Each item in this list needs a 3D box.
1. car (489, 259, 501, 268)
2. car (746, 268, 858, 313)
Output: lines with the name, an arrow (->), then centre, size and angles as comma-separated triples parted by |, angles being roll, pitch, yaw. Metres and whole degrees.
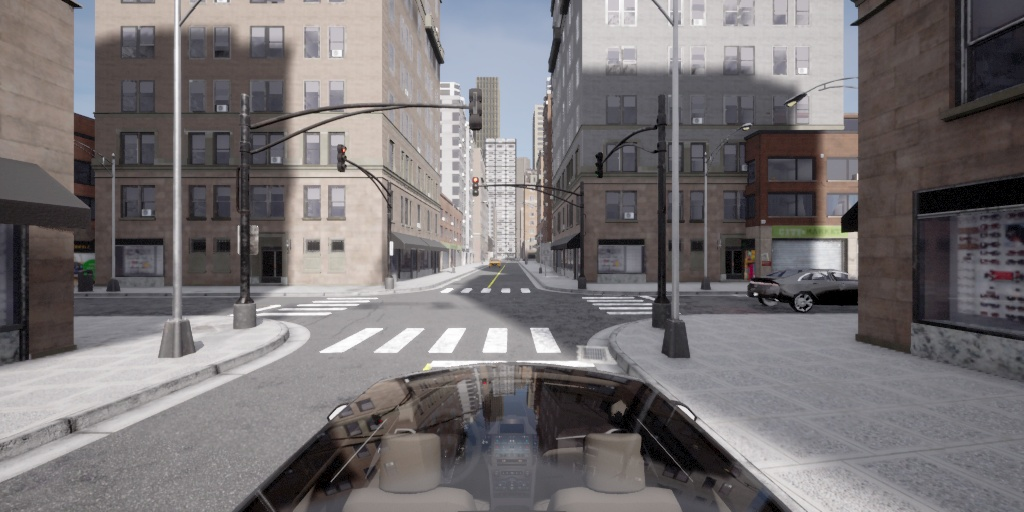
car -> -2.978, 1.208, 62.939 | 1.882, 1.535, 5.008 | 0, 0, 0
car -> 11.431, 1.209, 13.251 | 4.902, 1.511, 2.128 | 0, 0, 0
